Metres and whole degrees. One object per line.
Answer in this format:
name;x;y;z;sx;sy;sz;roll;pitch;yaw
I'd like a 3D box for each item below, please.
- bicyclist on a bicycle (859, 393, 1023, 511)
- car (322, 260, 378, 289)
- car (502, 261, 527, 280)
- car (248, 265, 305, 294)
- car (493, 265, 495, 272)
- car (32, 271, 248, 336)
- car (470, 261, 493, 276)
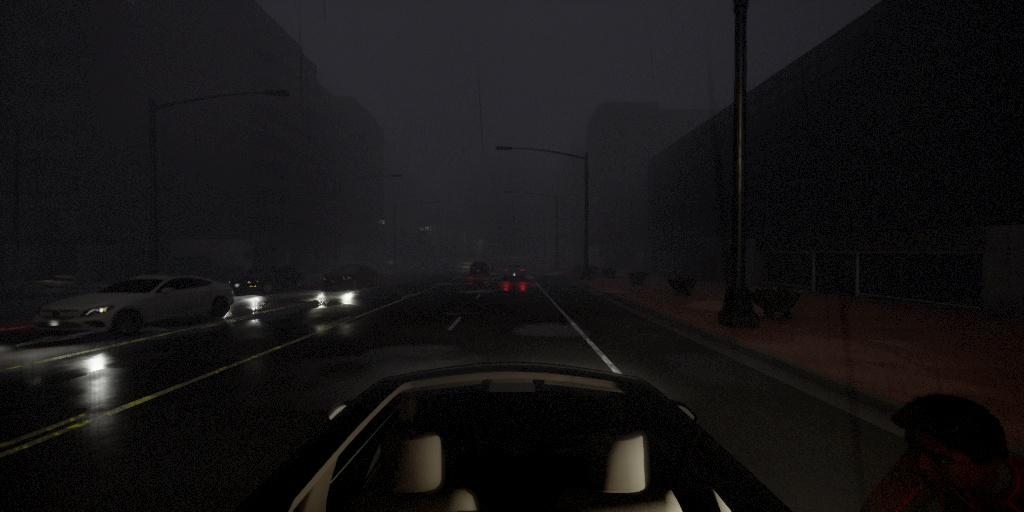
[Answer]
bicyclist on a bicycle;1.425;1.255;1.081;1.656;1.620;0.582;3;0;-1
car;-10.485;1.261;23.506;1.882;1.535;5.008;0;0;1
car;0.189;1.342;32.003;1.812;1.442;4.674;0;-1;0
car;-14.000;1.280;20.702;1.837;1.490;4.892;0;-1;0
car;-3.305;1.436;47.672;1.895;1.301;4.718;0;0;0
car;-10.507;1.279;10.561;1.812;1.442;4.674;0;0;0
car;-3.311;1.303;37.737;1.882;1.535;5.008;0;0;0
